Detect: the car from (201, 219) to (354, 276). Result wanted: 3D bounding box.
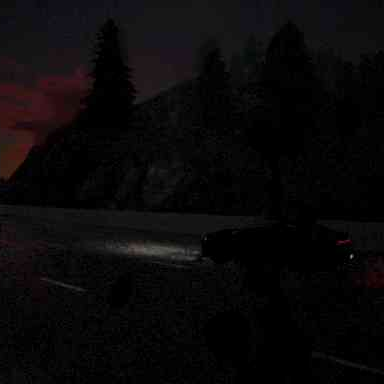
[{"bbox_3d":[2.581,1.627,10.880,4.902,1.511,2.128,-1,-1,36],"label":"car"}]
